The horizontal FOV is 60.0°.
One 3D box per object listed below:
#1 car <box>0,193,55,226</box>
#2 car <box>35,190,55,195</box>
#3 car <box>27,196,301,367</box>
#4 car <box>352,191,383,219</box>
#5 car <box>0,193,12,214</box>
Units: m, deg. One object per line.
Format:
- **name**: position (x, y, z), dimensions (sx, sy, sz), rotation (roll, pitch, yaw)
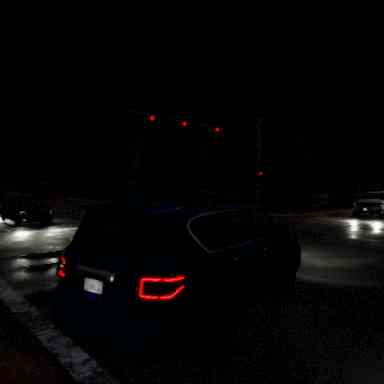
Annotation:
- **car**: position (-9.904, 1.047, 19.804), dimensions (1.882, 1.535, 5.008), rotation (0, 1, -42)
- **car**: position (-22.082, 0.439, 49.530), dimensions (1.882, 1.535, 5.008), rotation (0, 1, -42)
- **car**: position (0.303, 1.122, 6.050), dimensions (2.150, 2.045, 5.566), rotation (2, 2, 32)
- **car**: position (14.927, 0.935, 26.710), dimensions (5.566, 2.045, 2.150), rotation (0, 1, -43)
- **car**: position (-16.530, 0.872, 27.253), dimensions (2.128, 1.511, 4.902), rotation (0, 1, -42)
